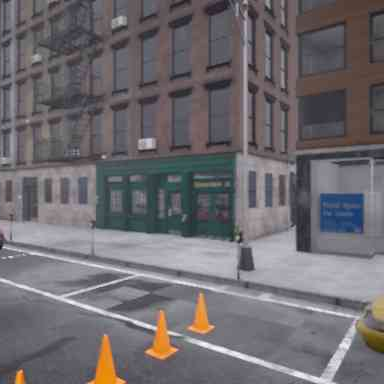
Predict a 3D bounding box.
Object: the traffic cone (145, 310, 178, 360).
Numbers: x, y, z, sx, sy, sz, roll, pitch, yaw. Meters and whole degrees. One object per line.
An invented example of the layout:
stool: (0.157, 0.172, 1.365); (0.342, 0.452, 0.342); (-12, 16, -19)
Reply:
traffic cone: (-0.436, 1.972, 4.718); (0.340, 0.580, 0.340); (0, 0, 36)

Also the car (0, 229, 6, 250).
car: (-8.896, 1.620, 13.009); (4.206, 1.307, 1.802); (0, 0, 36)

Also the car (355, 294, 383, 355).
car: (4.418, 1.542, 3.456); (4.829, 1.417, 1.752); (0, 0, 36)

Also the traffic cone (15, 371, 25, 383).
traffic cone: (-1.602, 1.966, 3.093); (0.340, 0.580, 0.340); (0, 0, 36)

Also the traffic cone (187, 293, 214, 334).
traffic cone: (0.146, 1.975, 5.531); (0.340, 0.580, 0.340); (0, 0, 36)

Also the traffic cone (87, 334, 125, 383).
traffic cone: (-1.020, 1.969, 3.906); (0.340, 0.580, 0.340); (0, 0, 36)
